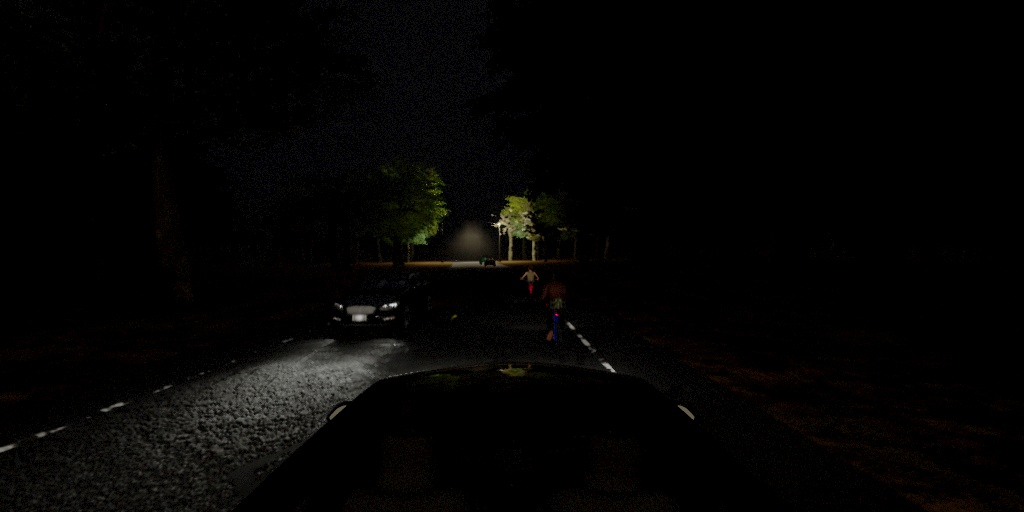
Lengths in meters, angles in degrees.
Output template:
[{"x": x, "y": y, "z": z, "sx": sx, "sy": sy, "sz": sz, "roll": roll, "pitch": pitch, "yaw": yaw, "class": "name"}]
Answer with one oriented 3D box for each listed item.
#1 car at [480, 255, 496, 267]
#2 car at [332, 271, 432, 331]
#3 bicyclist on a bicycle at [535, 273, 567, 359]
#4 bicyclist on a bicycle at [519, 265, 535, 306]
[{"x": -3.993, "y": 1.072, "z": 63.919, "sx": 2.128, "sy": 1.511, "sz": 4.902, "roll": 0, "pitch": 0, "yaw": -7, "class": "car"}, {"x": -3.745, "y": 1.232, "z": 11.116, "sx": 2.128, "sy": 1.511, "sz": 4.902, "roll": 0, "pitch": 0, "yaw": -1, "class": "car"}, {"x": 0.897, "y": 1.195, "z": 7.476, "sx": 0.582, "sy": 1.620, "sz": 1.656, "roll": 0, "pitch": 0, "yaw": -1, "class": "bicyclist on a bicycle"}, {"x": 0.741, "y": 1.165, "z": 14.726, "sx": 0.866, "sy": 1.612, "sz": 1.509, "roll": 0, "pitch": 1, "yaw": -2, "class": "bicyclist on a bicycle"}]
